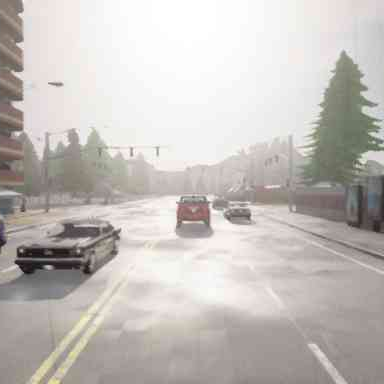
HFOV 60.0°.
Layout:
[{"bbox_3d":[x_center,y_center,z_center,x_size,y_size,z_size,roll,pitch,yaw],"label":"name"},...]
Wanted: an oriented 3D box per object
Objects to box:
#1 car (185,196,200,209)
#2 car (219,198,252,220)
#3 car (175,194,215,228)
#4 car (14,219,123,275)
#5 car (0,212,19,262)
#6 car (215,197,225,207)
[{"bbox_3d":[0.107,1.361,43.764,1.882,1.535,5.008,0,0,0],"label":"car"},{"bbox_3d":[3.600,1.480,27.050,2.033,1.411,5.357,0,0,0],"label":"car"},{"bbox_3d":[0.083,1.167,21.964,2.150,2.045,5.566,0,0,0],"label":"car"},{"bbox_3d":[-3.578,1.575,10.545,1.895,1.301,4.718,0,0,0],"label":"car"},{"bbox_3d":[-7.086,1.202,8.549,2.150,2.045,5.566,0,0,0],"label":"car"},{"bbox_3d":[3.596,1.359,43.742,1.882,1.535,5.008,0,0,0],"label":"car"}]
